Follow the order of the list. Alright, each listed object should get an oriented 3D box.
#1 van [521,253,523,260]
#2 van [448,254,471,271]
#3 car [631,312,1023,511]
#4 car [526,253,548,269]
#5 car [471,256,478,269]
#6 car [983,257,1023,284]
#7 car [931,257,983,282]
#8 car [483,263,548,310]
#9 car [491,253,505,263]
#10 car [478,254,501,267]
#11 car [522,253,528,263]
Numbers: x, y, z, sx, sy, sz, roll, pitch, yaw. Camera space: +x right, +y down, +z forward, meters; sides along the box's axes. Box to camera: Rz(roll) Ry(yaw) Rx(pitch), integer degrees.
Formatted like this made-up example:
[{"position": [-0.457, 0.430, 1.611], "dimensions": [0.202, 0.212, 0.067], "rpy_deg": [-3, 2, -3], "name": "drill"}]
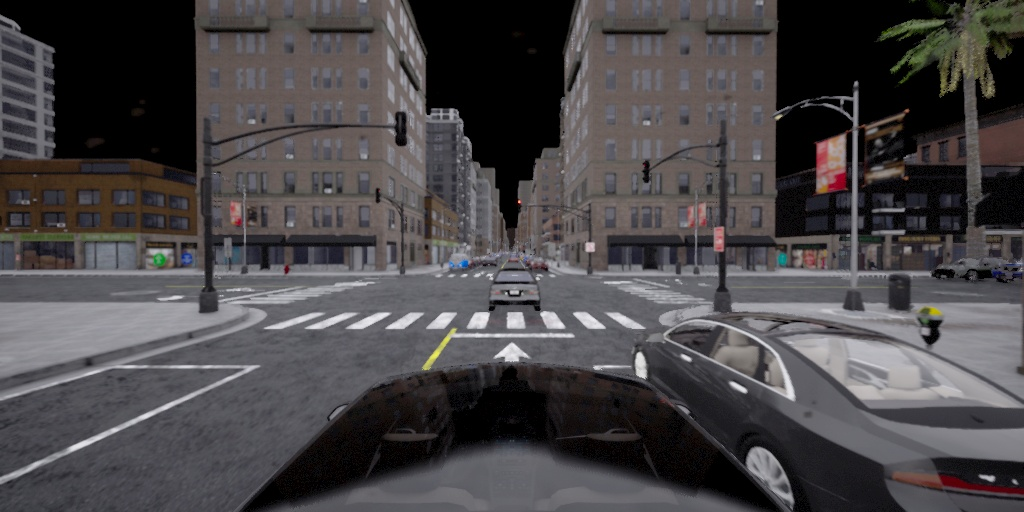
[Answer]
[{"position": [2.904, 0.446, 61.181], "dimensions": [1.690, 1.789, 3.998], "rpy_deg": [0, 0, 0], "name": "van"}, {"position": [-5.719, 0.692, 38.540], "dimensions": [1.690, 1.789, 3.998], "rpy_deg": [0, 0, 0], "name": "van"}, {"position": [2.668, 1.277, 3.857], "dimensions": [2.007, 1.370, 4.403], "rpy_deg": [0, 0, 0], "name": "car"}, {"position": [2.807, 0.791, 38.505], "dimensions": [1.967, 1.591, 4.097], "rpy_deg": [0, 0, 0], "name": "car"}, {"position": [-5.694, 0.730, 44.208], "dimensions": [1.967, 1.591, 4.097], "rpy_deg": [0, 0, 0], "name": "car"}, {"position": [34.177, 0.799, 22.686], "dimensions": [5.566, 2.045, 2.150], "rpy_deg": [0, 1, 0], "name": "car"}, {"position": [33.439, 0.889, 25.930], "dimensions": [4.553, 1.767, 2.097], "rpy_deg": [0, 1, 0], "name": "car"}, {"position": [0.096, 1.169, 13.826], "dimensions": [2.033, 1.411, 5.357], "rpy_deg": [0, 1, 0], "name": "car"}, {"position": [-2.784, 0.641, 63.741], "dimensions": [1.994, 1.385, 4.181], "rpy_deg": [0, 1, 1], "name": "car"}, {"position": [-2.906, 0.796, 48.031], "dimensions": [2.033, 1.411, 5.357], "rpy_deg": [0, 1, 0], "name": "car"}, {"position": [2.855, 0.669, 49.843], "dimensions": [1.967, 1.591, 4.097], "rpy_deg": [0, 0, 0], "name": "car"}]
